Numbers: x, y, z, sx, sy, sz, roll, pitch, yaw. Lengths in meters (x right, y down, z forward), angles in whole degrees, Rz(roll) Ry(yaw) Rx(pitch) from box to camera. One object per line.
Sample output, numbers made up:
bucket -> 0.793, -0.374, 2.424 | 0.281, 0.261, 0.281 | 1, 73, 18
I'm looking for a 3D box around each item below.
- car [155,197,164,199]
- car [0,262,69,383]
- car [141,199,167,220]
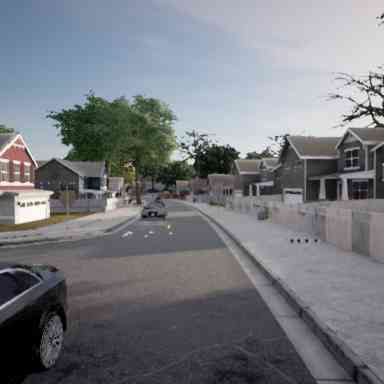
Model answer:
car -> -5.219, 1.567, 53.962 | 1.837, 1.490, 4.892 | 0, 0, -6
car -> -2.683, 1.491, 2.831 | 2.128, 1.511, 4.902 | 0, 0, 1
car -> -3.153, 1.584, 27.987 | 1.994, 1.385, 4.181 | 0, 0, -3
